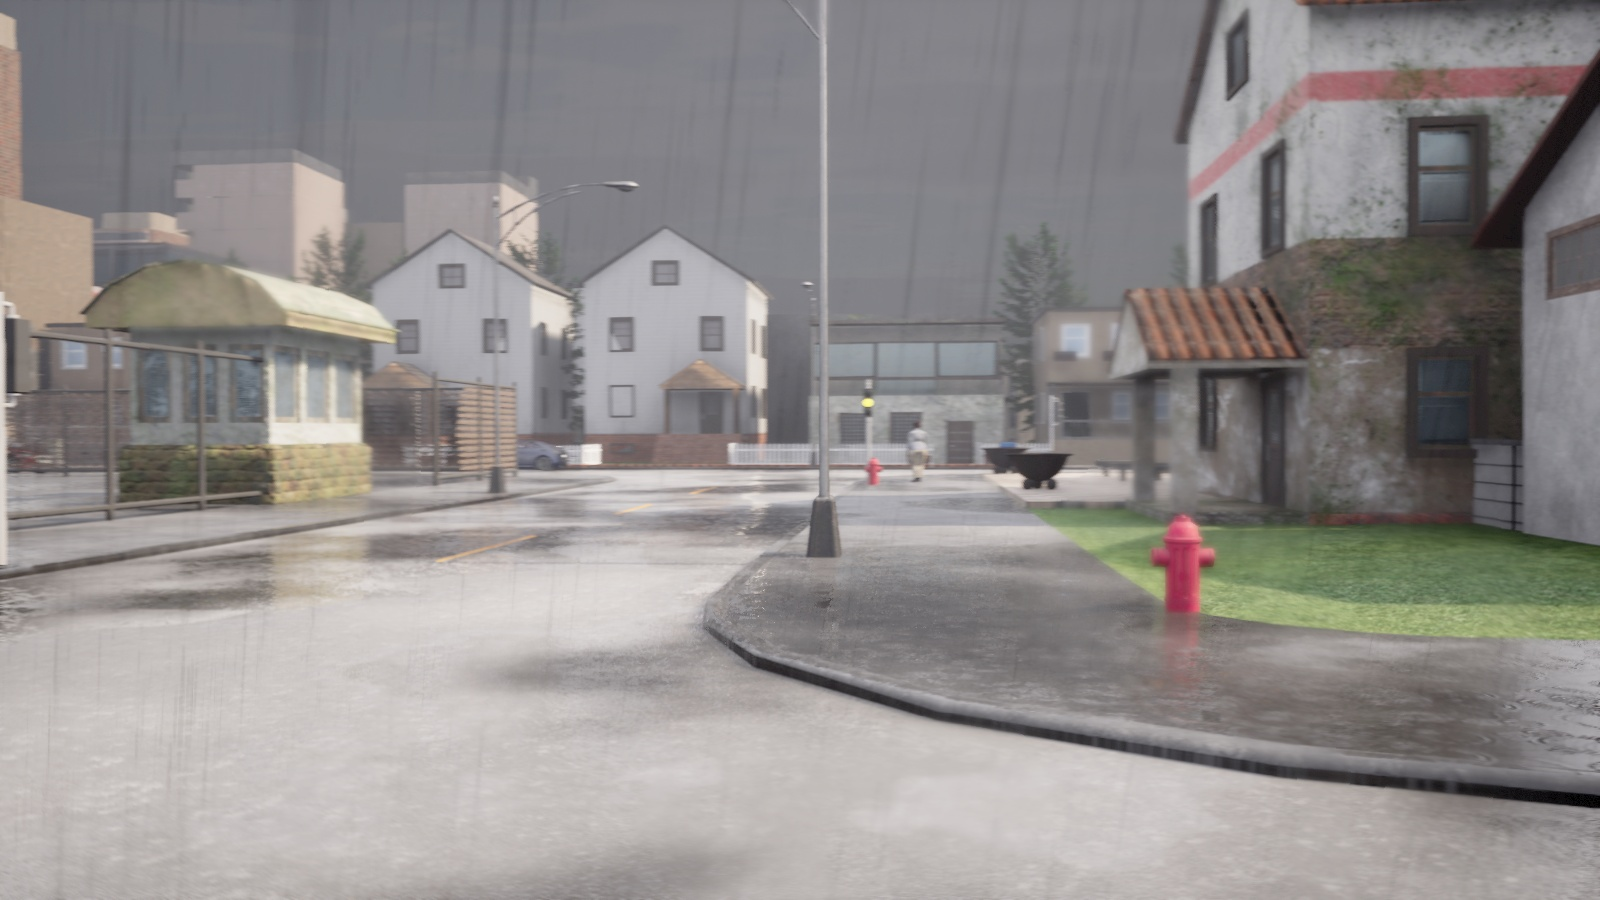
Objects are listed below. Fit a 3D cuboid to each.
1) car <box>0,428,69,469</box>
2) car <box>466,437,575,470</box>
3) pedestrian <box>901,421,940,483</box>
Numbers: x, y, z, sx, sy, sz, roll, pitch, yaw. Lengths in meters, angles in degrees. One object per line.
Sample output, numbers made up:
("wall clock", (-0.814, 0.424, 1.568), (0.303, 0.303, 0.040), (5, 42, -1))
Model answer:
("car", (-33.224, -0.072, 52.034), (4.856, 1.649, 2.033), (0, 1, 7))
("car", (-11.978, 0.133, 53.977), (4.181, 1.385, 1.994), (0, 1, 6))
("pedestrian", (3.632, 0.057, 37.826), (0.874, 1.855, 0.900), (0, 1, -16))
